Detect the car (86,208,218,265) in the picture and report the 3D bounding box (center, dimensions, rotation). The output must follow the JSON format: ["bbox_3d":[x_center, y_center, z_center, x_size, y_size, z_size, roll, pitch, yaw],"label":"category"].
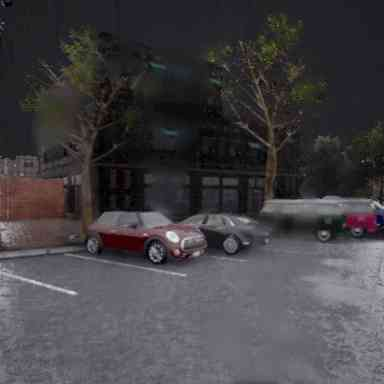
[{"bbox_3d":[-1.676,1.407,11.914,4.553,1.767,2.185,-1,-1,35],"label":"car"}]

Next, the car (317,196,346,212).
[{"bbox_3d":[19.432,1.582,46.129,2.435,2.045,5.566,0,0,36],"label":"car"}]

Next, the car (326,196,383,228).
[{"bbox_3d":[10.431,1.401,20.462,5.566,2.045,2.435,-1,-1,35],"label":"car"}]

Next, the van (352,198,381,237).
[{"bbox_3d":[7.895,1.404,18.820,4.442,1.987,1.878,-1,-1,35],"label":"van"}]

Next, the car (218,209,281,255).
[{"bbox_3d":[0.766,1.558,13.613,4.892,1.521,2.231,-1,-1,34],"label":"car"}]

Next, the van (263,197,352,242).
[{"bbox_3d":[5.483,1.380,17.106,4.442,1.987,1.878,-1,-1,35],"label":"van"}]
